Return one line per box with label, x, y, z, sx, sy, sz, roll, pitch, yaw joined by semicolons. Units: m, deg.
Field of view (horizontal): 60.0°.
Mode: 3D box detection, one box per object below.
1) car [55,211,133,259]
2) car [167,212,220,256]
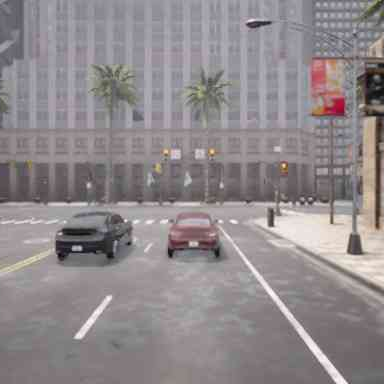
car;-3.432;1.473;12.412;1.837;1.490;4.892;0;-1;0
car;0.070;1.496;12.904;1.812;1.442;4.674;0;0;0
